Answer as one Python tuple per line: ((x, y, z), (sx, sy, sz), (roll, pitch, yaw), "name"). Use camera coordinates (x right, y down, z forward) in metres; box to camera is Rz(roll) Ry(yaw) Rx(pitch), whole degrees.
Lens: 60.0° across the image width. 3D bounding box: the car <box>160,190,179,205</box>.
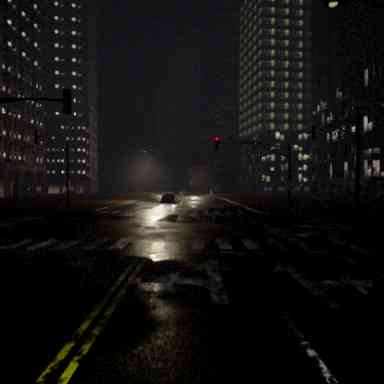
((-3.232, 0.915, 45.322), (1.882, 1.535, 5.008), (0, 2, 0), "car")
